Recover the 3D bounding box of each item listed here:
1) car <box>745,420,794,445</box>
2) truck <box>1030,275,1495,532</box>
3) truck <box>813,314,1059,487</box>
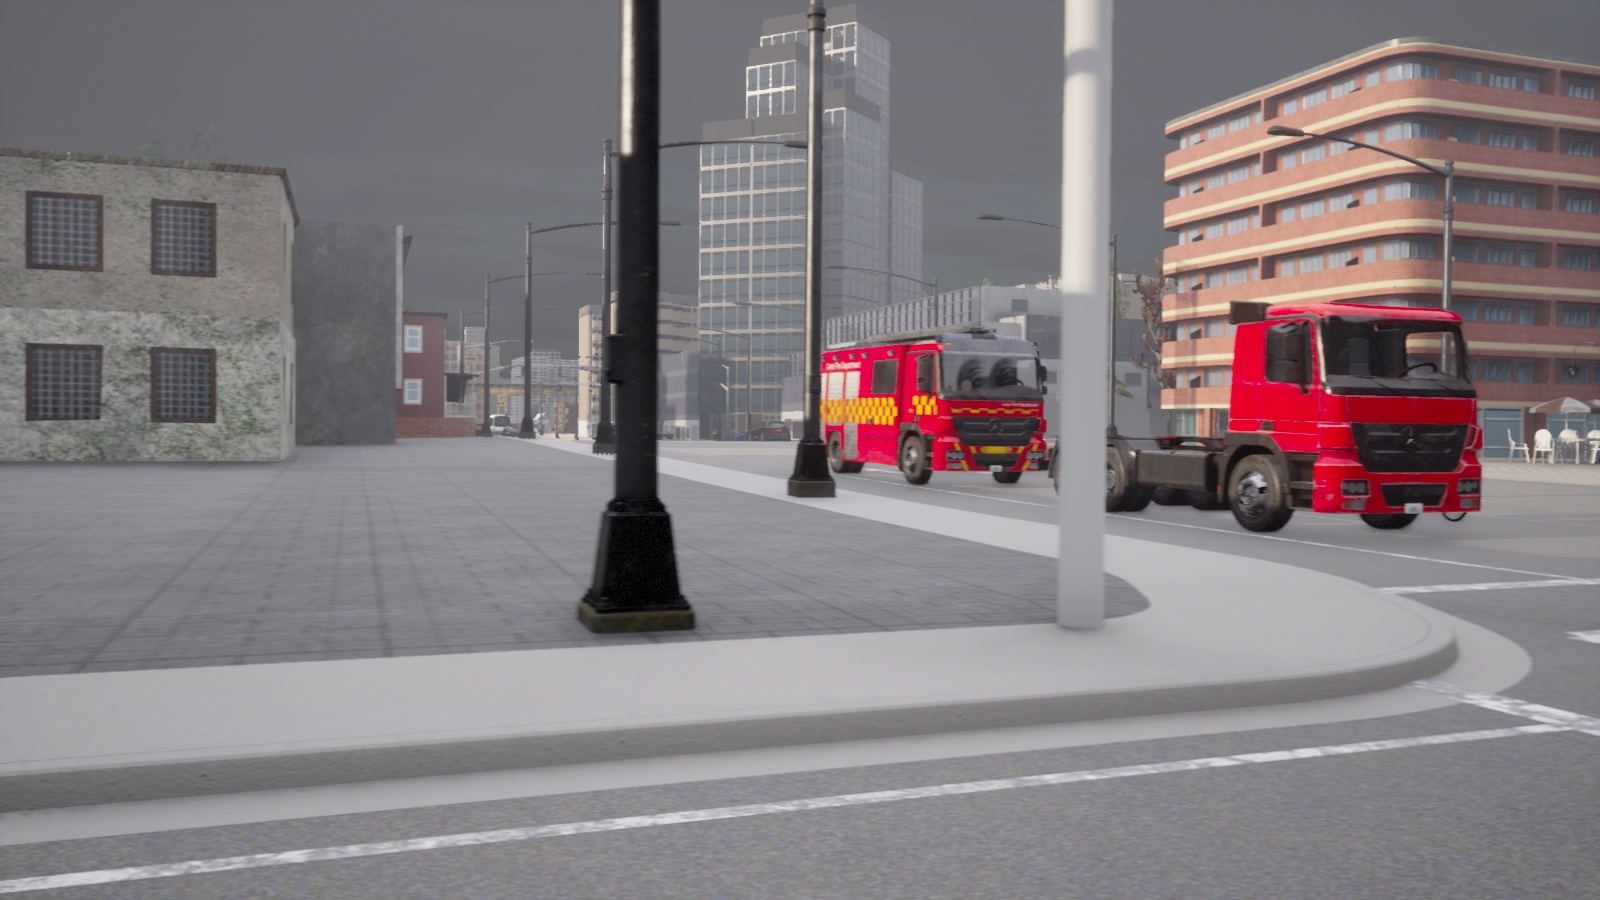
[{"bbox_3d":[-2.203,-1.212,89.115,2.033,1.649,4.856,-1,-1,-20],"label":"car"},{"bbox_3d":[7.193,-0.741,21.170,2.891,3.462,7.936,-1,2,-20],"label":"truck"},{"bbox_3d":[3.171,-1.245,32.427,2.891,3.827,8.468,-1,2,-20],"label":"truck"}]
